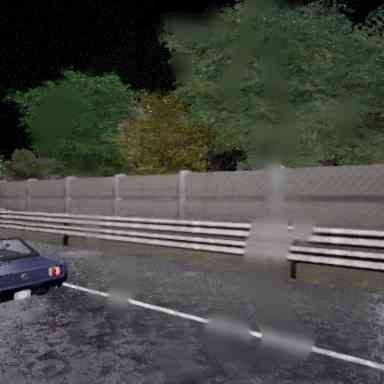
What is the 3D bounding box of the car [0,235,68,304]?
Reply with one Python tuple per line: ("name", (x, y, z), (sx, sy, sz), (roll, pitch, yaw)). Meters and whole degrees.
("car", (-4.986, 1.659, 7.552), (4.718, 1.301, 1.895), (0, 0, 36))
